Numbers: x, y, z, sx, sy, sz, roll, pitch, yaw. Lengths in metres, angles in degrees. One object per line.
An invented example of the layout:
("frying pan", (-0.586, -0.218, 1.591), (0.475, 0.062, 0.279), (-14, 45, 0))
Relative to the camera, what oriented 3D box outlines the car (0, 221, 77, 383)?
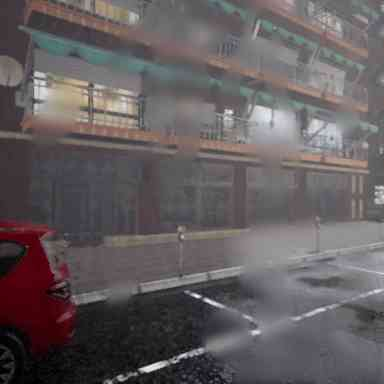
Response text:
("car", (-3.776, 1.309, 3.391), (5.009, 1.841, 2.192), (0, 1, -35))
